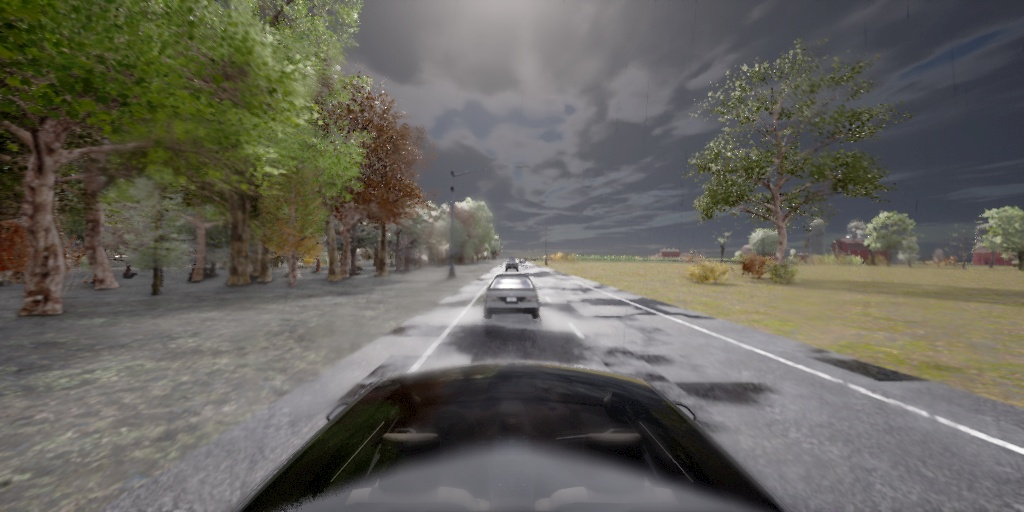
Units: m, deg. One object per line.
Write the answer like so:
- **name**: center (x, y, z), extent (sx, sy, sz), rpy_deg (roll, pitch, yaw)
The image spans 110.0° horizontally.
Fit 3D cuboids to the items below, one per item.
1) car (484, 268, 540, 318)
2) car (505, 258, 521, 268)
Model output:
- **car**: center (-0.002, 1.352, 13.143), extent (2.033, 1.411, 5.357), rpy_deg (0, 0, 0)
- **car**: center (-0.014, 1.479, 53.541), extent (1.837, 1.490, 4.892), rpy_deg (0, 0, 0)
